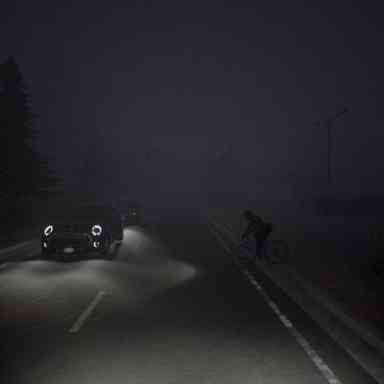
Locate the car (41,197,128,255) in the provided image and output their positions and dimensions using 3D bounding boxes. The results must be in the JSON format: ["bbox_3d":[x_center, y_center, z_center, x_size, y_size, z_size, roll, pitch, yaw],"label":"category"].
[{"bbox_3d":[-4.027,1.263,12.910,2.097,1.767,4.553,0,0,-2],"label":"car"}]

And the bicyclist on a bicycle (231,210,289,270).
[{"bbox_3d":[1.812,1.303,9.257,1.656,1.620,0.582,-9,1,-2],"label":"bicyclist on a bicycle"}]

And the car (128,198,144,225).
[{"bbox_3d":[-4.392,1.331,22.712,2.128,1.511,4.902,0,1,-2],"label":"car"}]

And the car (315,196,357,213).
[{"bbox_3d":[13.089,1.109,31.126,2.007,1.523,4.514,0,0,-2],"label":"car"}]

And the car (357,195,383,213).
[{"bbox_3d":[16.223,1.097,31.267,2.152,1.636,5.027,0,0,-2],"label":"car"}]

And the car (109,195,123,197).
[{"bbox_3d":[-11.100,1.202,47.057,4.674,1.442,1.812,0,0,8],"label":"car"}]
